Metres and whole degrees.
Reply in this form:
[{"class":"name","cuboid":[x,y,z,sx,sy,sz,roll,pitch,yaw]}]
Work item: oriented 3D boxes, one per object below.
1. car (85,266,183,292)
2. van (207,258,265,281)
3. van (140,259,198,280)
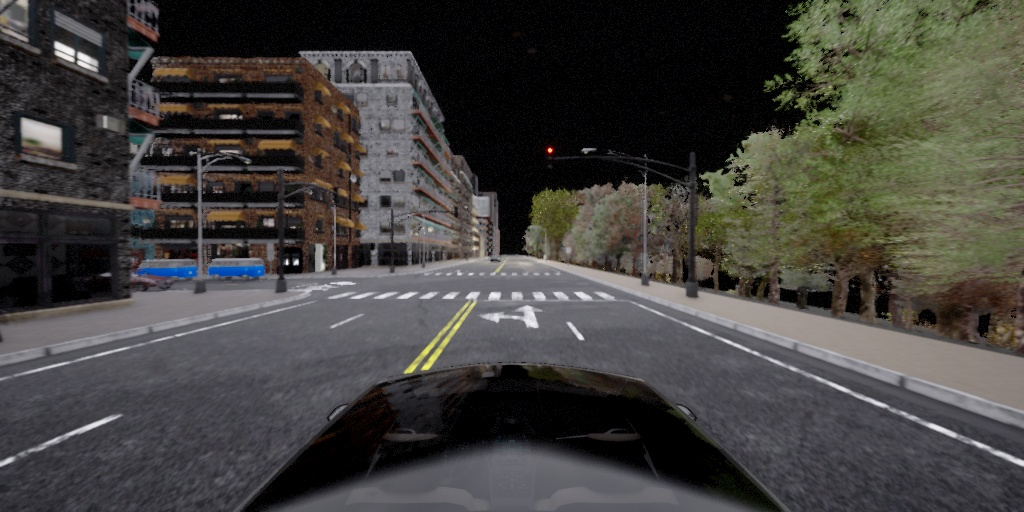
[{"class":"car","cuboid":[-22.632,1.443,21.270,4.207,1.307,1.802,0,0,-1]},{"class":"van","cuboid":[-22.719,1.093,29.616,3.998,1.789,1.690,0,0,-1]},{"class":"van","cuboid":[-28.320,1.167,29.539,3.998,1.789,1.690,0,0,-1]}]
